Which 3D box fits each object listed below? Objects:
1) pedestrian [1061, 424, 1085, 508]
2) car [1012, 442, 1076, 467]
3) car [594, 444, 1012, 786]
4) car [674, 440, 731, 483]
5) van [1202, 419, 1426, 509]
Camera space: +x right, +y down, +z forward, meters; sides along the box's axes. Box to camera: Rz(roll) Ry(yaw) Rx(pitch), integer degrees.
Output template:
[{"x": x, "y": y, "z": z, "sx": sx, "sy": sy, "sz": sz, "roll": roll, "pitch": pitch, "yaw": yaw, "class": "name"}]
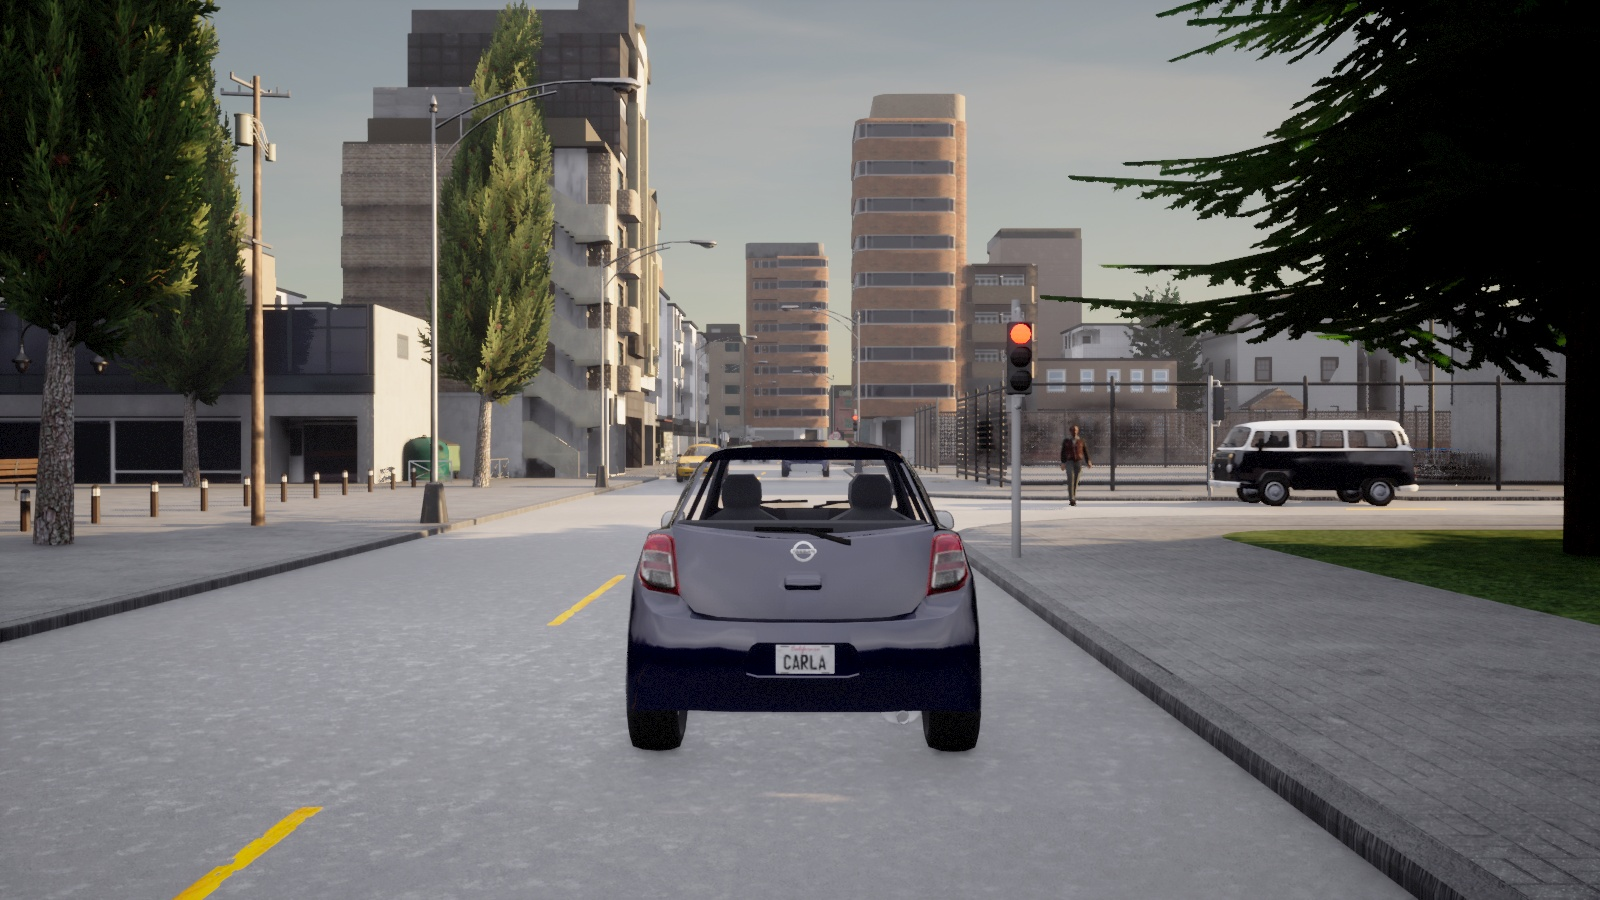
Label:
[{"x": 6.063, "y": 0.351, "z": 27.852, "sx": 0.376, "sy": 1.854, "sz": 0.720, "roll": 0, "pitch": 0, "yaw": 0, "class": "pedestrian"}, {"x": 15.372, "y": 0.290, "z": 79.334, "sx": 3.705, "sy": 1.549, "sz": 1.789, "roll": 0, "pitch": 0, "yaw": 0, "class": "car"}, {"x": 0.036, "y": 0.719, "z": 7.361, "sx": 1.845, "sy": 1.501, "sz": 3.633, "roll": 0, "pitch": 0, "yaw": 1, "class": "car"}, {"x": -3.769, "y": 0.404, "z": 49.318, "sx": 1.801, "sy": 1.575, "sz": 5.366, "roll": 0, "pitch": 0, "yaw": 0, "class": "car"}, {"x": 12.195, "y": 0.314, "z": 30.035, "sx": 4.480, "sy": 2.038, "sz": 2.069, "roll": 0, "pitch": 0, "yaw": 0, "class": "van"}]
